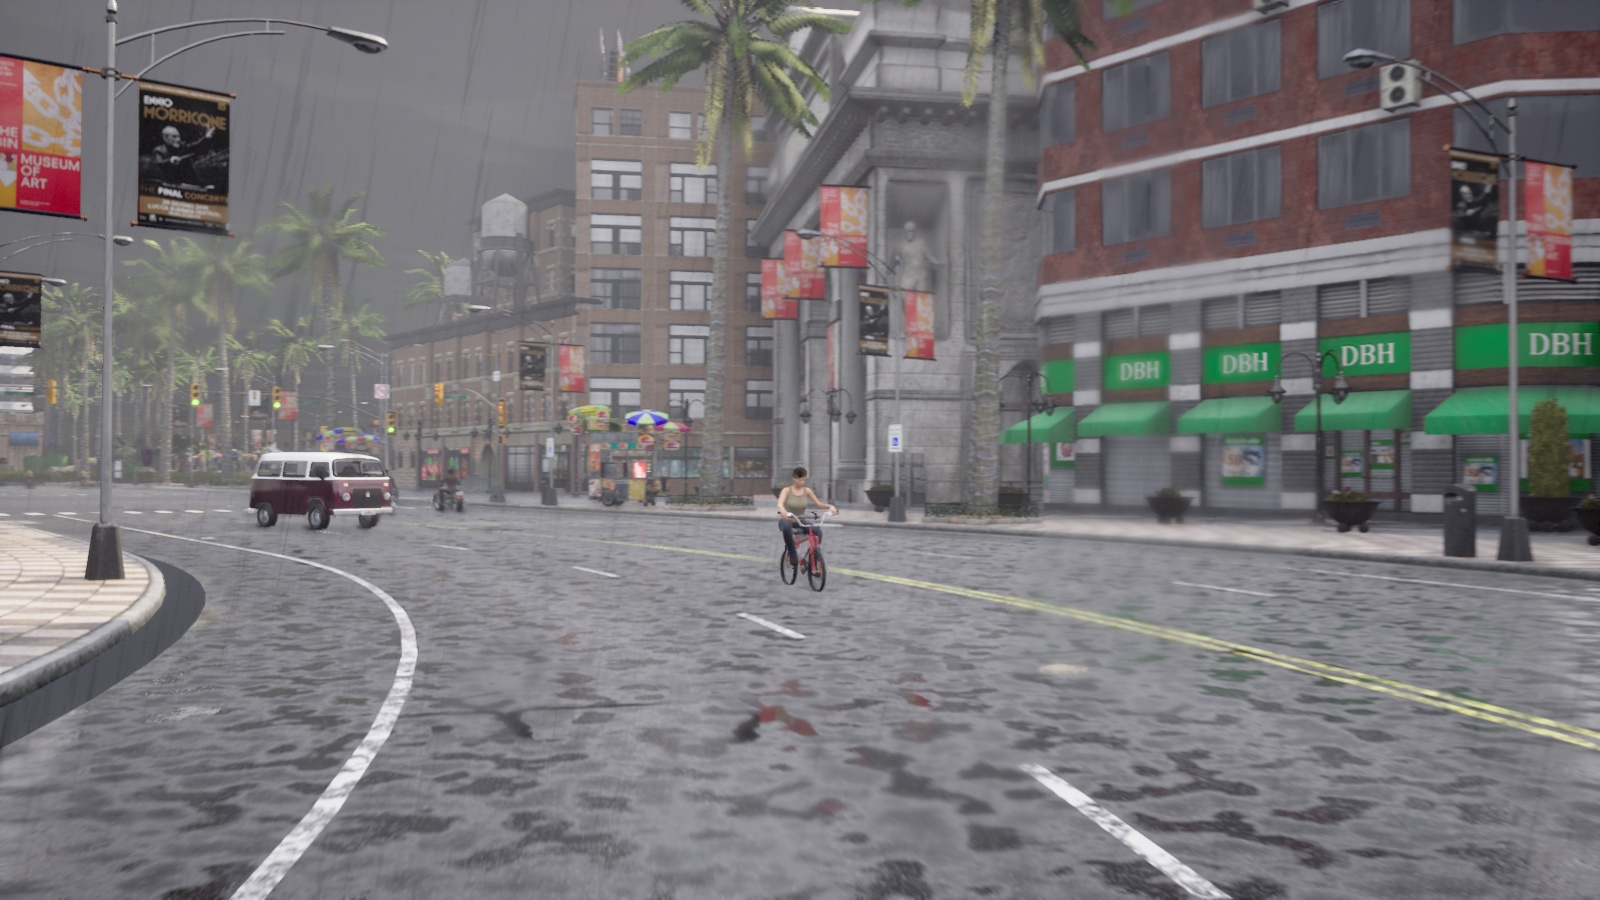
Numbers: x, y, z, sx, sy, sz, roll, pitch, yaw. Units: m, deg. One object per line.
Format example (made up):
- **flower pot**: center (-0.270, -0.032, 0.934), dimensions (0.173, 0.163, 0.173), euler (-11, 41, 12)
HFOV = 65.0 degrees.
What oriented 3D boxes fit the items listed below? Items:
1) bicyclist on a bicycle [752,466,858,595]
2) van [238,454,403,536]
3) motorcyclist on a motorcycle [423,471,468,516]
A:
- **bicyclist on a bicycle**: center (0.040, 1.030, 16.626), dimensions (0.866, 1.612, 1.509), euler (0, -1, -23)
- **van**: center (-12.895, 1.169, 33.675), dimensions (4.480, 2.038, 2.069), euler (-1, -1, 37)
- **motorcyclist on a motorcycle**: center (-13.337, 1.624, 47.183), dimensions (0.766, 1.649, 2.350), euler (0, -1, -39)
